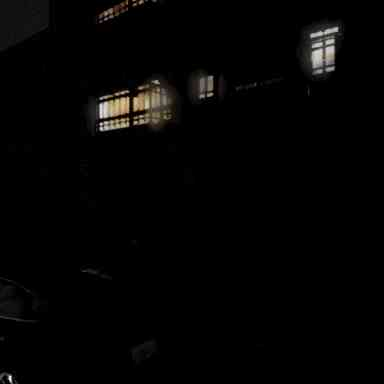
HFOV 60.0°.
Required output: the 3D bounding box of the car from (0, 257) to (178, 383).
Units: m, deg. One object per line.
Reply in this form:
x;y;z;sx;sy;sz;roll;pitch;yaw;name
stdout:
-2.151;1.565;4.417;4.313;1.339;1.947;0;0;36;car
